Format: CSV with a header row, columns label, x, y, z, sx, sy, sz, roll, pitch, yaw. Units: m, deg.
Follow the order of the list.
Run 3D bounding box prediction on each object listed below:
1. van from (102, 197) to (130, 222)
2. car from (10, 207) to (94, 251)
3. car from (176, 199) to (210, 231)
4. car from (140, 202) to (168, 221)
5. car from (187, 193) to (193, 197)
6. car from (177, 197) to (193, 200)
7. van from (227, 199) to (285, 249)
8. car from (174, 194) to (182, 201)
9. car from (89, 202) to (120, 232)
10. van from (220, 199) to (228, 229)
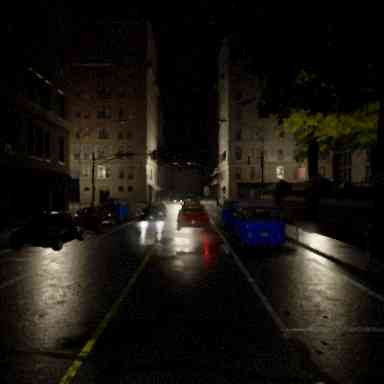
label,x,y,z,sx,sy,sz,roll,pitch,yaw
van,-5.858,1.307,25.390,1.690,1.788,3.998,0,0,0
car,-5.857,1.550,14.070,1.947,1.339,4.313,0,0,0
car,0.075,1.453,20.316,1.882,1.535,5.008,0,0,1
car,-3.015,1.511,27.447,2.033,1.411,5.357,0,0,0
car,-0.571,1.453,90.155,1.895,1.301,4.718,0,0,-1
car,-0.006,1.449,29.735,2.128,1.511,4.902,0,0,0
van,2.669,1.326,14.083,1.690,1.788,3.998,0,0,0
car,-3.496,1.350,84.484,1.882,1.535,5.008,0,0,-1
car,-5.858,1.520,19.730,1.887,1.381,4.507,0,0,0
van,2.669,1.317,19.740,1.690,1.788,3.998,0,0,0
